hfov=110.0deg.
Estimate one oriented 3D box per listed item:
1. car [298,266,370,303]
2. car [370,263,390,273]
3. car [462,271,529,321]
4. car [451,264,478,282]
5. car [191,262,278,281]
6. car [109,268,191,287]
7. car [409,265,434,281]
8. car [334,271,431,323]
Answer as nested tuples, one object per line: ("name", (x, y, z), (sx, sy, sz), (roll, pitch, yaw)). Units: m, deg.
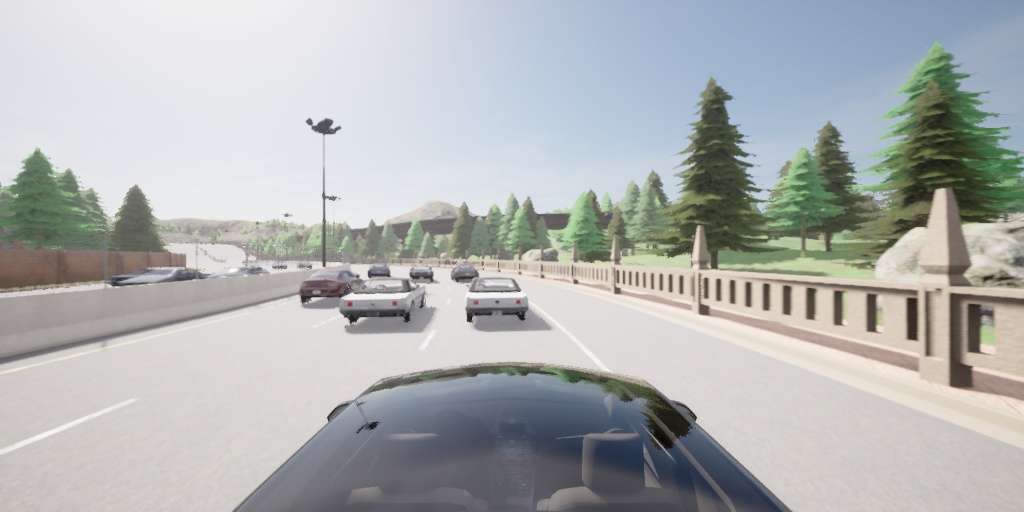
("car", (-8.349, 1.323, 16.940), (1.812, 1.442, 4.674), (0, 0, -9))
("car", (-12.703, 1.395, 34.305), (1.994, 1.385, 4.181), (0, 0, -19))
("car", (-0.664, 1.364, 12.549), (1.895, 1.301, 4.718), (0, 0, -6))
("car", (-3.910, 1.354, 29.464), (1.994, 1.385, 4.181), (0, 0, -14))
("car", (-16.599, 1.326, 21.862), (2.128, 1.511, 4.902), (0, 0, -13))
("car", (-19.910, 1.393, 20.998), (2.033, 1.411, 5.357), (0, 0, -13))
("car", (-7.575, 1.408, 29.847), (1.895, 1.301, 4.718), (0, 0, -15))
("car", (-4.145, 1.377, 12.315), (1.895, 1.301, 4.718), (0, 0, -6))
